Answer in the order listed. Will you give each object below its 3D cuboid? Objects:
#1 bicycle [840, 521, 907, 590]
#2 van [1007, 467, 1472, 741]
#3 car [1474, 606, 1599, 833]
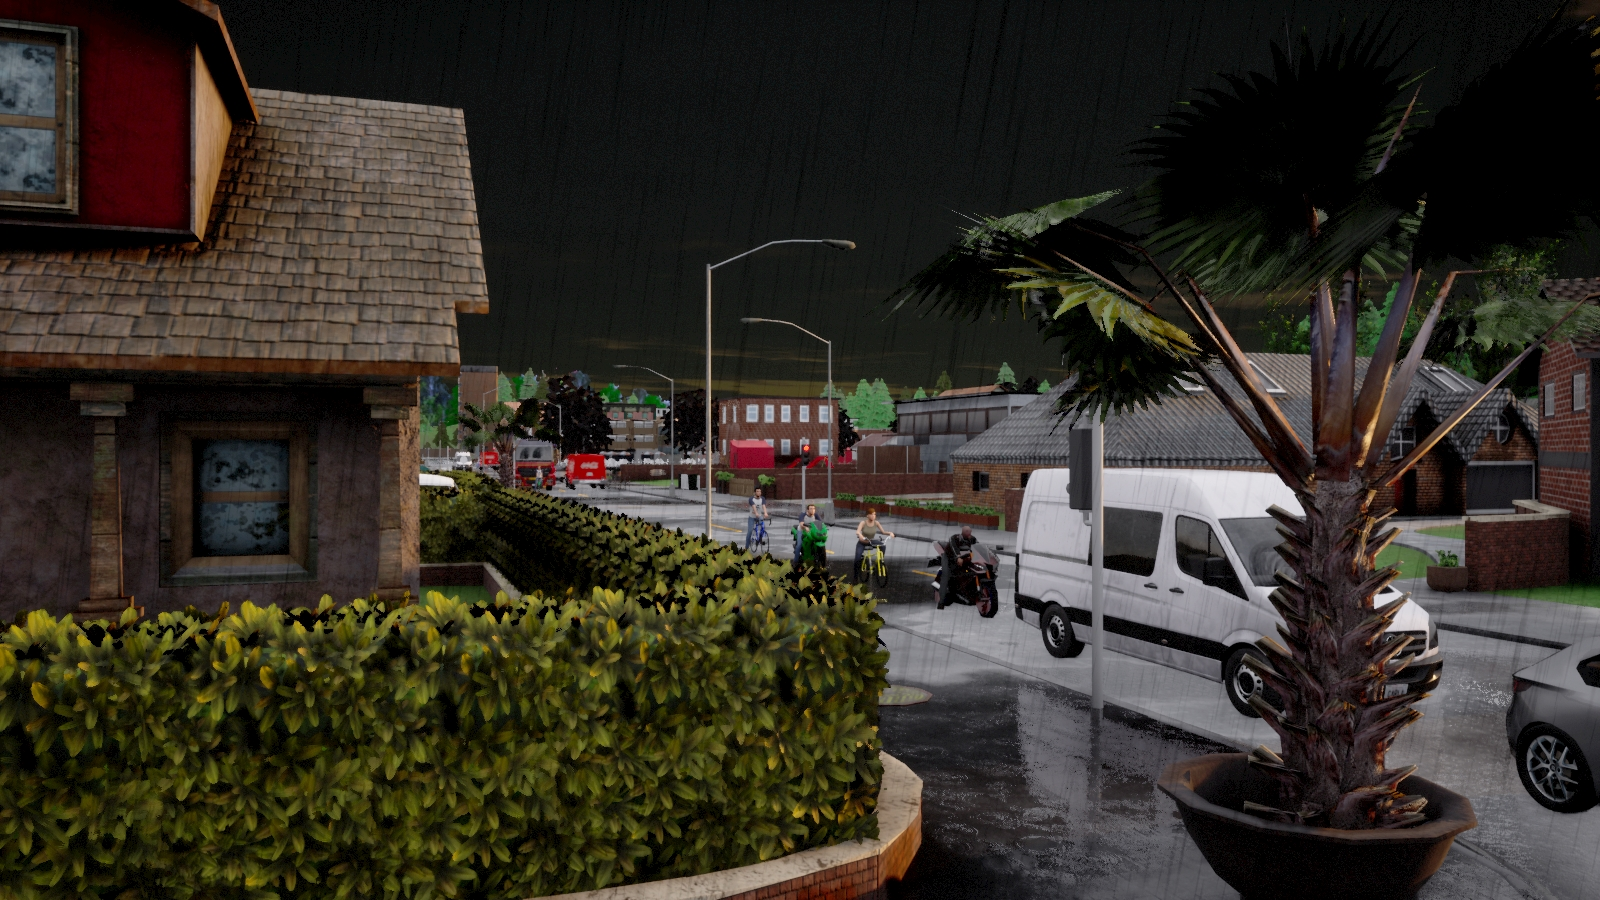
[{"bbox_3d":[1.505,2.162,23.648,0.859,1.276,1.487,0,0,-19],"label":"bicycle"},{"bbox_3d":[4.966,1.538,14.186,1.988,2.561,5.915,0,0,-20],"label":"van"},{"bbox_3d":[6.934,2.069,7.650,1.816,1.474,4.193,0,0,-12],"label":"car"}]
